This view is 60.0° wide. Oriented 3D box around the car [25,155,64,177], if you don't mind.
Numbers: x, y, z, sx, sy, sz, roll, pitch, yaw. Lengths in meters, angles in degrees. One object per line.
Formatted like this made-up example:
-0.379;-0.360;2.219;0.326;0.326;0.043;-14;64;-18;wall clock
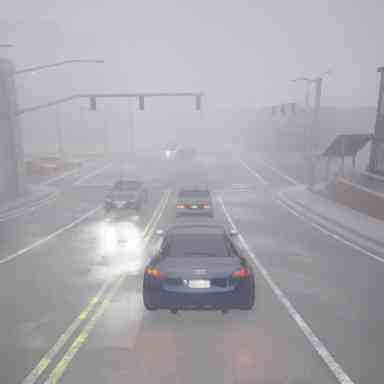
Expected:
-15.095;-2.322;31.000;5.008;1.535;1.882;0;12;0;car

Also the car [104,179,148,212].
-3.623;0.072;18.905;2.128;1.511;4.902;0;9;-1;car

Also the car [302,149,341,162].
16.166;-4.551;41.342;4.674;1.442;1.812;0;12;0;car

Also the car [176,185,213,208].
0.113;0.361;17.270;2.033;1.411;5.357;0;8;0;car

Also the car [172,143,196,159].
-0.763;-5.344;44.872;1.837;1.490;4.892;5;13;15;car

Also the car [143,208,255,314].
0.112;1.346;7.385;1.994;1.385;4.181;0;3;0;car

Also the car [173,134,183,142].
-3.420;-10.490;68.408;2.128;1.511;4.902;0;12;0;car

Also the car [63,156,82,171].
-14.023;-3.073;34.420;5.008;1.535;1.882;0;12;0;car

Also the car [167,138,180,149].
-3.504;-8.294;58.761;1.895;1.301;4.718;0;12;-2;car

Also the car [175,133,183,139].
-3.397;-14.792;87.998;1.812;1.442;4.674;0;12;0;car
